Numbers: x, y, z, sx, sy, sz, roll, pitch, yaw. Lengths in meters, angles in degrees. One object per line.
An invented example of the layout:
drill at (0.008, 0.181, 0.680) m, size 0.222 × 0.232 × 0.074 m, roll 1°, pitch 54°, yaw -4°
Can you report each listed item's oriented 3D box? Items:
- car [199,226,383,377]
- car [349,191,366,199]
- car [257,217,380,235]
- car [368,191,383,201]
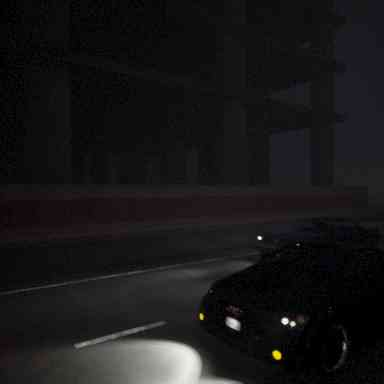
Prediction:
car at (2.165, 1.534, 5.517) m, size 4.181 × 1.385 × 1.994 m, roll 0°, pitch 0°, yaw -35°
car at (41.046, 0.635, 82.389) m, size 4.605 × 1.855 × 1.932 m, roll 0°, pitch 0°, yaw -35°
car at (4.326, 1.538, 11.251) m, size 4.718 × 1.301 × 1.895 m, roll 0°, pitch 0°, yaw -35°
car at (35.222, 0.973, 64.634) m, size 3.806 × 1.475 × 1.970 m, roll 0°, pitch 0°, yaw -35°
